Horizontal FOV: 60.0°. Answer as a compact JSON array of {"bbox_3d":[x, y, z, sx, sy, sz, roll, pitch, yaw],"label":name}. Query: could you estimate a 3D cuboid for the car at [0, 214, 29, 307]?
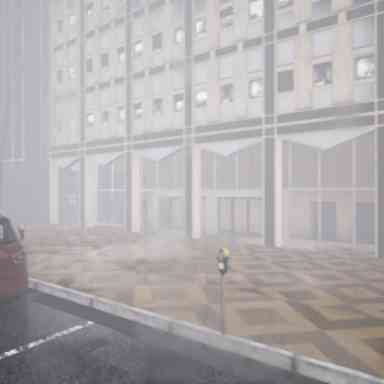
[{"bbox_3d":[-5.273,1.292,6.648,5.009,1.841,2.192,0,0,36],"label":"car"}]
